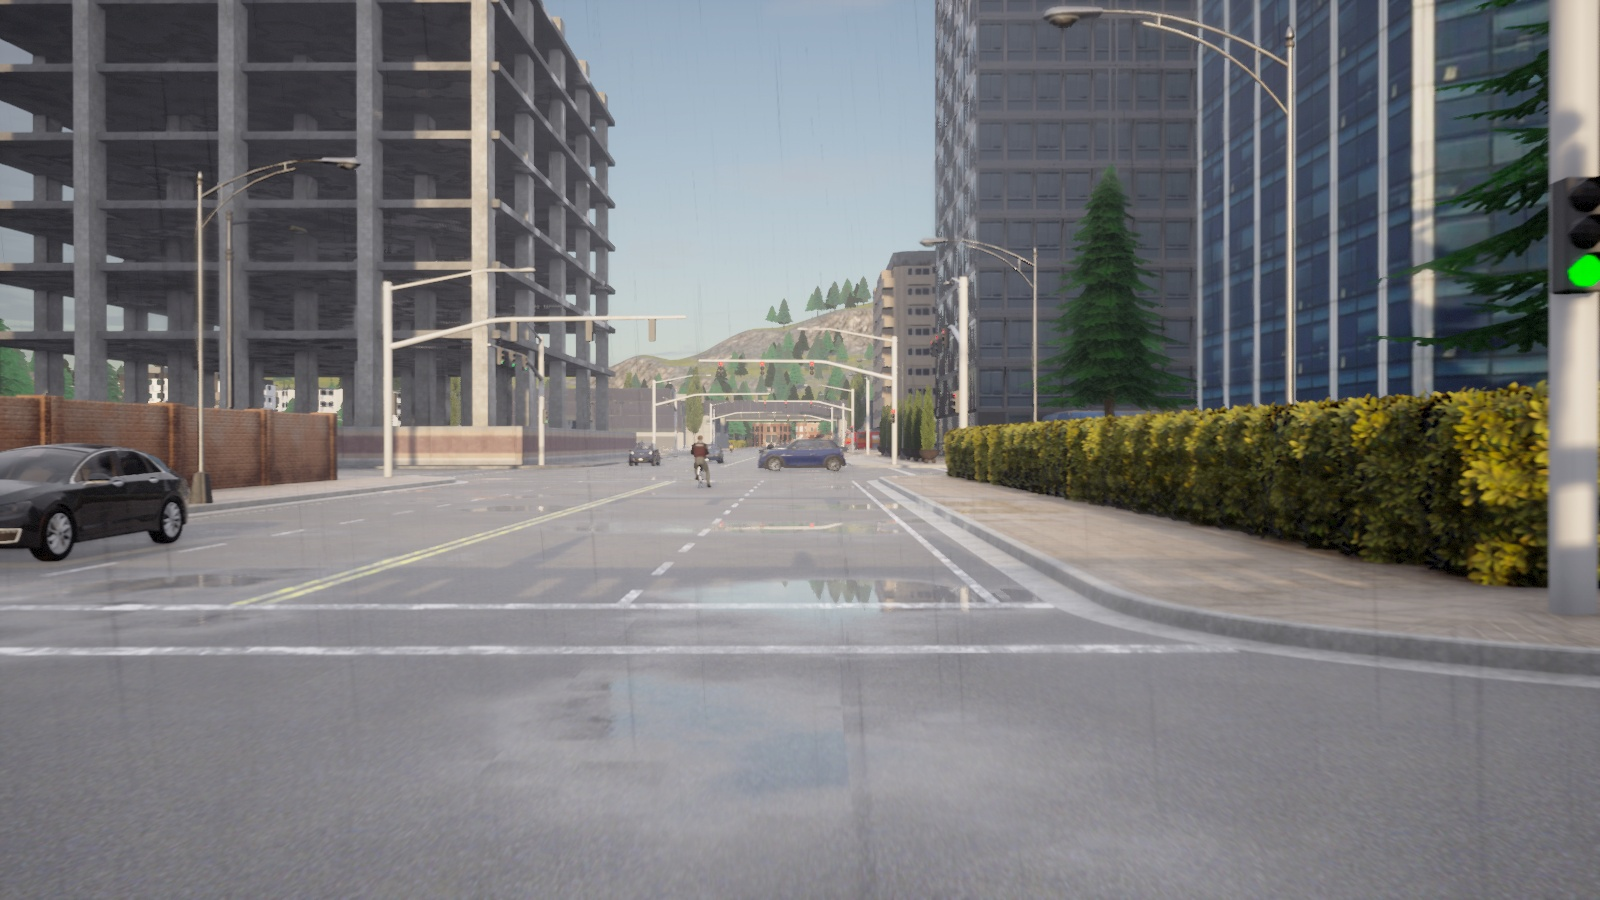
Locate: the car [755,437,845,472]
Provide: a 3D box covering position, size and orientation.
[{"bbox_3d":[-0.013,0.226,64.375,4.553,1.767,2.097,0,0,-1],"label":"car"}]

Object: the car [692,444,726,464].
[{"bbox_3d":[-6.470,0.255,89.709,2.033,1.411,5.357,0,0,0],"label":"car"}]

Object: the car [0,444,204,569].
[{"bbox_3d":[-10.386,0.664,17.489,1.837,1.490,4.892,0,0,0],"label":"car"}]

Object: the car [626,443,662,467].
[{"bbox_3d":[-10.021,0.277,80.818,1.845,1.501,3.633,0,0,0],"label":"car"}]
